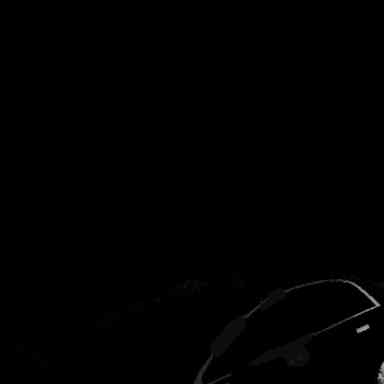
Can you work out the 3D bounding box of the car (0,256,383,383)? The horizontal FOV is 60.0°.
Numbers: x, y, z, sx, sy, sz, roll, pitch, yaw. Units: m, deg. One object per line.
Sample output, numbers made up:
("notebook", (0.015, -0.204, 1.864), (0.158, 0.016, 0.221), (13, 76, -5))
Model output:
("car", (0.373, 1.524, 3.338), (4.892, 1.490, 1.837), (1, 0, -35))
